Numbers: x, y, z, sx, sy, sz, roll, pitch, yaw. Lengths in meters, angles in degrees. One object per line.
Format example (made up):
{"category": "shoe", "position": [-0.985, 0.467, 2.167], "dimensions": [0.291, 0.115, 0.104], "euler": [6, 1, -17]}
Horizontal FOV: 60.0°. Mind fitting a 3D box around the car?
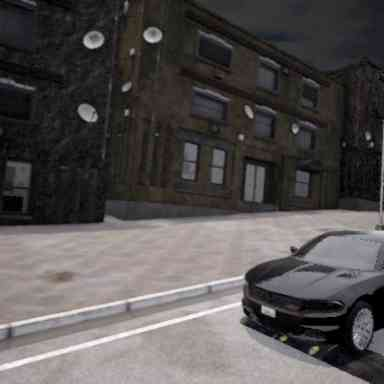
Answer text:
{"category": "car", "position": [3.123, 1.478, 6.262], "dimensions": [5.008, 1.535, 1.882], "euler": [1, -1, -36]}
